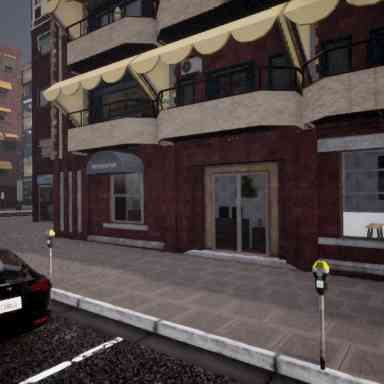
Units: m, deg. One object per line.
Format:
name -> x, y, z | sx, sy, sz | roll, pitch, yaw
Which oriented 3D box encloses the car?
car -> -4.164, 1.567, 5.706 | 4.313, 1.339, 1.947 | 0, -1, 36
